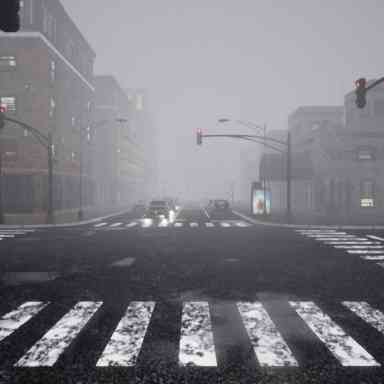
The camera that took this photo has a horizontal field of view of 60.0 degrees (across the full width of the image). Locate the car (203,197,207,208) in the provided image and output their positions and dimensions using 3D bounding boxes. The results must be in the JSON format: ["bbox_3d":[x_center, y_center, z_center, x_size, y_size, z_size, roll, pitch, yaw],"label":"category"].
[{"bbox_3d":[2.709,1.597,43.187,1.802,1.307,4.206,0,0,0],"label":"car"}]

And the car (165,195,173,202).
[{"bbox_3d":[-5.650,1.592,82.885,1.752,1.417,4.829,-1,0,0],"label":"car"}]

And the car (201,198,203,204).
[{"bbox_3d":[2.712,1.571,48.884,2.008,1.369,4.403,0,0,0],"label":"car"}]

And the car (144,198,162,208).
[{"bbox_3d":[-5.668,1.571,48.876,2.008,1.369,4.403,0,0,0],"label":"car"}]

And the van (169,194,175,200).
[{"bbox_3d":[-5.645,1.430,94.449,1.690,1.788,3.998,-1,0,0],"label":"van"}]

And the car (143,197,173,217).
[{"bbox_3d":[-3.084,1.510,30.925,1.837,1.490,4.892,0,0,0],"label":"car"}]

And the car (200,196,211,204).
[{"bbox_3d":[2.722,1.591,65.974,2.008,1.369,4.403,-1,0,0],"label":"car"}]

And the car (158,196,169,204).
[{"bbox_3d":[-5.659,1.565,65.796,1.752,1.417,4.829,0,0,0],"label":"car"}]

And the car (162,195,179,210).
[{"bbox_3d":[-3.076,1.505,41.914,2.128,1.511,4.902,0,0,0],"label":"car"}]

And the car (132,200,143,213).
[{"bbox_3d":[-5.675,1.561,37.483,2.008,1.369,4.403,0,0,0],"label":"car"}]

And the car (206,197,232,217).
[{"bbox_3d":[2.701,1.446,31.793,1.967,1.590,4.097,0,0,0],"label":"car"}]

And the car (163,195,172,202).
[{"bbox_3d":[-5.654,1.497,77.358,1.967,1.590,4.097,0,0,0],"label":"car"}]

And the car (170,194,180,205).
[{"bbox_3d":[-3.041,1.519,56.038,2.128,1.511,4.902,0,0,0],"label":"car"}]
